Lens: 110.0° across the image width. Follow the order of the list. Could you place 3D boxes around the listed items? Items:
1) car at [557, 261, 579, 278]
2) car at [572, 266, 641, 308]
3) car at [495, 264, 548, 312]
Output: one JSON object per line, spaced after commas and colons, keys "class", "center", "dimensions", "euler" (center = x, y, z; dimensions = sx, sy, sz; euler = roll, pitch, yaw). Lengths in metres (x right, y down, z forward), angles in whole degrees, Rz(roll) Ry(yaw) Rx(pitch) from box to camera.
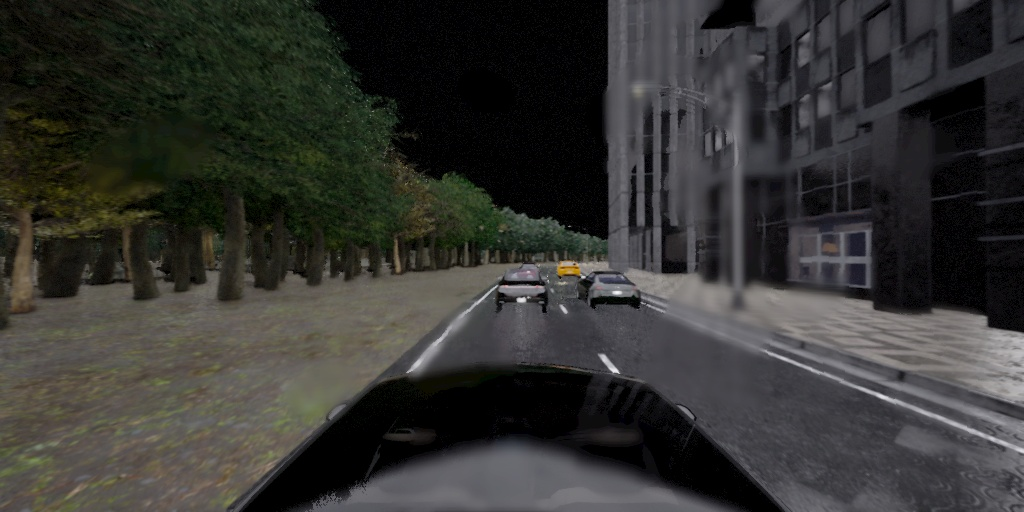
{"class": "car", "center": [5.177, 1.207, 33.067], "dimensions": [1.882, 1.535, 5.008], "euler": [0, 0, 5]}
{"class": "car", "center": [3.945, 1.319, 15.190], "dimensions": [1.994, 1.385, 4.181], "euler": [0, 0, 2]}
{"class": "car", "center": [0.408, 1.241, 14.252], "dimensions": [2.128, 1.511, 4.902], "euler": [0, 0, 2]}
